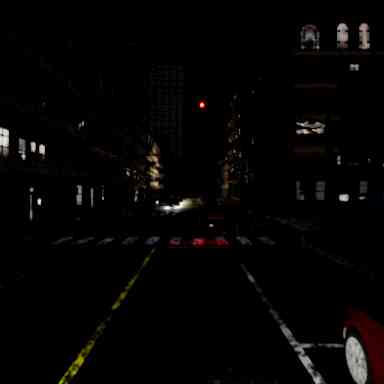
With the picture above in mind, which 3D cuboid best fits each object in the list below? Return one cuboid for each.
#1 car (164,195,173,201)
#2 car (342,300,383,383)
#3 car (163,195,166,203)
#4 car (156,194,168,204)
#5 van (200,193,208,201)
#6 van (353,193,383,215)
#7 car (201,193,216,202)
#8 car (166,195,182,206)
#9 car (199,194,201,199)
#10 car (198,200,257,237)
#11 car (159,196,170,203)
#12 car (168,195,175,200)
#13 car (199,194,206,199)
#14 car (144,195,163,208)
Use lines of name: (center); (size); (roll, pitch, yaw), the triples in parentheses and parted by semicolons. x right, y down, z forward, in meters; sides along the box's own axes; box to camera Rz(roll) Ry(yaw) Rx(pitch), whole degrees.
car: (-5.521, 1.340, 78.827); (1.752, 1.417, 4.829); (-1, 0, 0)
car: (2.685, 1.537, 2.335); (1.887, 1.381, 4.507); (0, 0, 0)
car: (-5.584, 1.434, 51.358); (1.947, 1.339, 4.313); (0, 0, 0)
car: (-5.560, 1.286, 62.413); (1.967, 1.590, 4.097); (-1, 0, 0)
van: (2.858, 1.156, 78.972); (1.690, 1.788, 3.998); (-1, 0, 0)
van: (15.702, 0.956, 27.875); (3.998, 1.788, 1.690); (-1, 2, -1)
car: (2.796, 1.309, 51.334); (1.967, 1.590, 4.097); (-1, 0, 0)
car: (-2.971, 1.468, 51.835); (1.895, 1.301, 4.718); (0, 0, 0)
car: (2.835, 1.385, 67.917); (2.008, 1.369, 4.403); (-1, 0, 0)
car: (2.026, 1.425, 18.049); (1.882, 1.535, 5.008); (-1, 0, 26)
car: (-5.546, 1.417, 67.942); (1.802, 1.307, 4.206); (-1, 0, 0)
car: (-5.495, 1.378, 90.054); (1.802, 1.307, 4.206); (-1, 0, 0)
car: (2.897, 1.332, 95.557); (1.887, 1.381, 4.507); (-1, 0, 0)
car: (-5.596, 1.431, 45.831); (2.008, 1.369, 4.403); (0, 0, 0)
